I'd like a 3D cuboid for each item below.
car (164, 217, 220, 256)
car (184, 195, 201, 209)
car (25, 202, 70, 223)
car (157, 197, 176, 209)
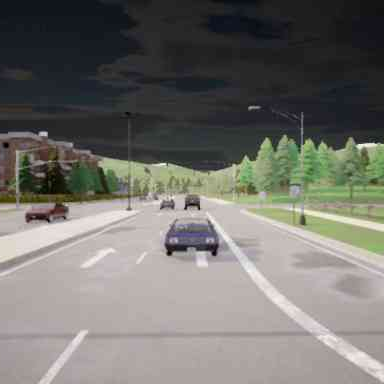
[{"bbox_3d":[-0.002,1.651,13.288,1.895,1.301,4.718,0,0,0],"label":"car"},{"bbox_3d":[0.072,1.400,47.802,2.150,2.045,5.566,0,0,0],"label":"car"},{"bbox_3d":[-11.561,1.578,26.844,1.882,1.535,5.008,0,0,0],"label":"car"},{"bbox_3d":[-3.431,1.670,47.954,2.128,1.511,4.902,0,0,0],"label":"car"}]
